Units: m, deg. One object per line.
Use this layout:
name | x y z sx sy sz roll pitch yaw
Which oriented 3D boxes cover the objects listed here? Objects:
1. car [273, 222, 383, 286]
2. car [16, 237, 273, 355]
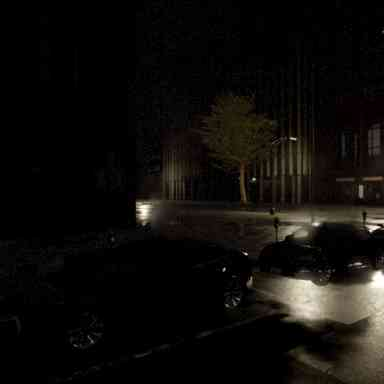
car | 3.817 1.566 9.402 4.313 1.339 1.947 0 0 -36
car | -0.762 1.566 6.116 4.313 1.339 1.947 0 0 -36
